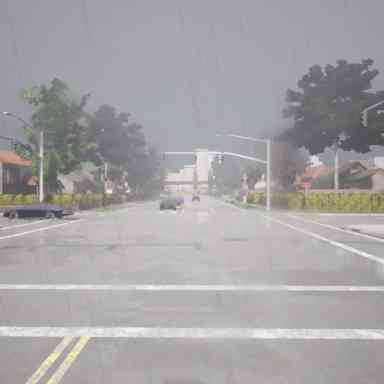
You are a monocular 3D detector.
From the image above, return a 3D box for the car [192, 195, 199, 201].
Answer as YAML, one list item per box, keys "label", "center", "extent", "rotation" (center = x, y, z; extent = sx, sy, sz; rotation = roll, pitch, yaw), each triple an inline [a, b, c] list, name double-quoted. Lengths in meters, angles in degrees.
- label: "car"
  center: [1.032, 1.513, 89.479]
  extent: [1.812, 1.442, 4.674]
  rotation: [0, 0, 0]

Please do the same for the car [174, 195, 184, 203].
- label: "car"
  center: [-2.614, 1.477, 68.615]
  extent: [1.882, 1.535, 5.008]
  rotation: [0, 0, 1]

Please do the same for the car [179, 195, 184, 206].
- label: "car"
  center: [-2.791, 1.547, 54.207]
  extent: [2.033, 1.411, 5.357]
  rotation: [0, 0, 1]

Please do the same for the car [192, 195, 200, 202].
- label: "car"
  center: [0.964, 1.499, 79.081]
  extent: [1.837, 1.490, 4.892]
  rotation: [0, 0, 0]

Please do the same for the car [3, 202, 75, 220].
- label: "car"
  center: [-12.442, 1.547, 27.175]
  extent: [5.357, 1.411, 2.033]
  rotation: [0, 0, 4]

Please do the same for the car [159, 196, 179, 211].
- label: "car"
  center: [-2.881, 1.504, 40.327]
  extent: [1.837, 1.490, 4.892]
  rotation: [0, 0, 0]
